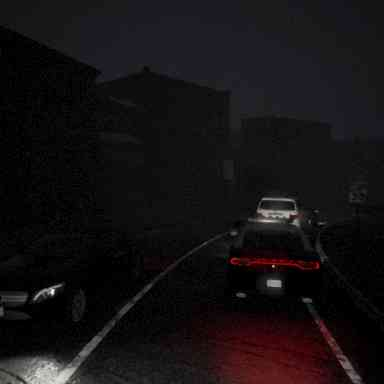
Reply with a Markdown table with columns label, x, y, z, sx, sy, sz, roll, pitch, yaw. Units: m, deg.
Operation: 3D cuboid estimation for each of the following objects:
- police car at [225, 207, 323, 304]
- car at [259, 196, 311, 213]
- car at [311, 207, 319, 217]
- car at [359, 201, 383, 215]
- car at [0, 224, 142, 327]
| label | x | y | z | sx | sy | sz | roll | pitch | yaw |
| --- | --- | --- | --- | --- | --- | --- | --- | --- | --- |
| police car | 1.982 | 1.427 | 8.453 | 1.930 | 1.638 | 5.238 | 1 | 0 | 11 |
| car | 4.776 | 1.257 | 17.403 | 2.150 | 2.045 | 5.566 | 2 | 0 | 23 |
| car | 7.272 | 1.580 | 22.482 | 1.837 | 1.490 | 4.892 | 3 | 1 | 30 |
| car | 21.293 | 1.847 | 39.004 | 5.008 | 1.535 | 1.882 | 2 | 3 | -33 |
| car | -2.486 | 1.479 | 7.192 | 1.812 | 1.442 | 4.674 | 1 | 0 | 10 |
